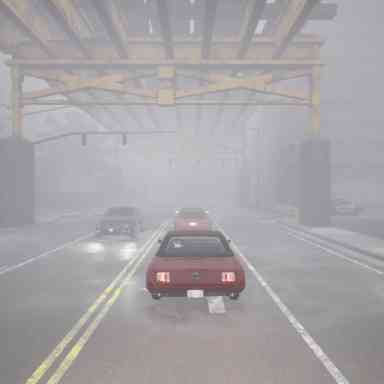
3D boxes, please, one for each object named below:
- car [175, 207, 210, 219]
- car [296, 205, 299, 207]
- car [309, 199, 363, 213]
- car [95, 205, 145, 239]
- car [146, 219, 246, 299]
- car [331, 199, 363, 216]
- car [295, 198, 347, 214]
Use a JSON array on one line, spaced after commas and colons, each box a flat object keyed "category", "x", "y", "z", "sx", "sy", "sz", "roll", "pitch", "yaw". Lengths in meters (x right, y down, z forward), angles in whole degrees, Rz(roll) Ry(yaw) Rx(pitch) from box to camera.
[{"category": "car", "x": 0.018, "y": 1.536, "z": 18.347, "sx": 1.994, "sy": 1.385, "sz": 4.181, "roll": 0, "pitch": 0, "yaw": -1}, {"category": "car", "x": 13.479, "y": 1.239, "z": 34.633, "sx": 4.536, "sy": 1.218, "sz": 1.853, "roll": 0, "pitch": 0, "yaw": 25}, {"category": "car", "x": 13.174, "y": 1.247, "z": 30.512, "sx": 4.536, "sy": 1.218, "sz": 1.853, "roll": 0, "pitch": 0, "yaw": -20}, {"category": "car", "x": -3.624, "y": 1.483, "z": 17.386, "sx": 1.837, "sy": 1.490, "sz": 4.892, "roll": 0, "pitch": 0, "yaw": 0}, {"category": "car", "x": 0.059, "y": 1.594, "z": 8.387, "sx": 1.895, "sy": 1.301, "sz": 4.718, "roll": 0, "pitch": 0, "yaw": 0}, {"category": "car", "x": 13.125, "y": 1.404, "z": 30.494, "sx": 4.974, "sy": 1.542, "sz": 2.038, "roll": 0, "pitch": 0, "yaw": -20}, {"category": "car", "x": 13.432, "y": 1.396, "z": 34.655, "sx": 4.974, "sy": 1.542, "sz": 2.038, "roll": 0, "pitch": 0, "yaw": 25}]
